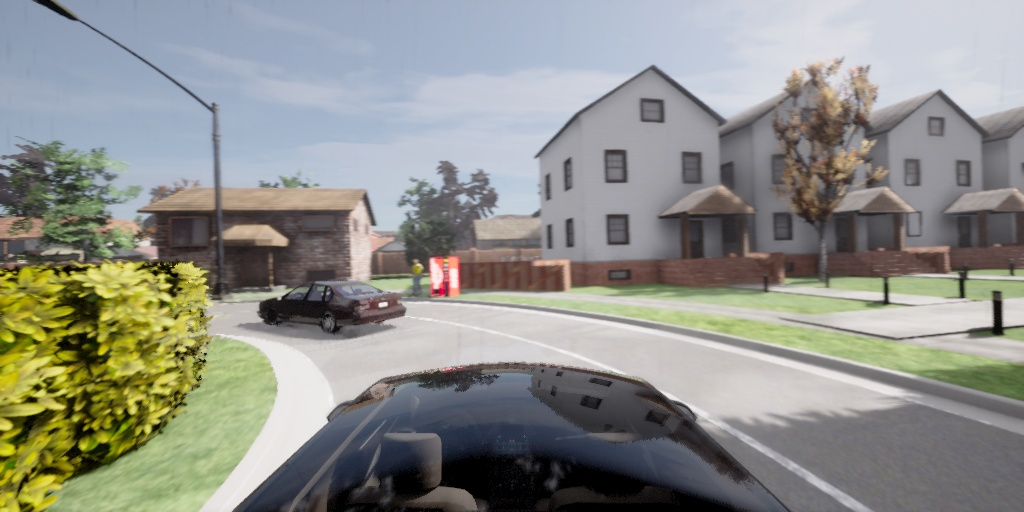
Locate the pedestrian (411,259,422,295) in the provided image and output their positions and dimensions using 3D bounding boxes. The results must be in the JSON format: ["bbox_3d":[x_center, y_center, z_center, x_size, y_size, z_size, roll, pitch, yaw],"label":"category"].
[{"bbox_3d":[-4.786,1.028,18.105,0.375,1.860,0.375,-2,0,23],"label":"pedestrian"}]

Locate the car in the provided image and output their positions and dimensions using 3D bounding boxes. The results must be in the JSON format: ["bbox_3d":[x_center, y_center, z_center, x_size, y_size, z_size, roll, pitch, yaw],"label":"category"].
[{"bbox_3d":[-5.765,1.472,11.265,5.357,1.411,2.033,-2,0,30],"label":"car"}]

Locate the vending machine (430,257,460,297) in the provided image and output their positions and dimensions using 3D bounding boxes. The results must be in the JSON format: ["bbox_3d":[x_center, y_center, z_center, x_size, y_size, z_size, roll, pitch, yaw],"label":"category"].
[{"bbox_3d":[-3.229,1.030,17.466,0.880,2.100,1.100,0,0,28],"label":"vending machine"}]
